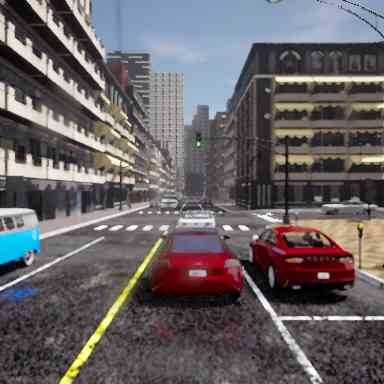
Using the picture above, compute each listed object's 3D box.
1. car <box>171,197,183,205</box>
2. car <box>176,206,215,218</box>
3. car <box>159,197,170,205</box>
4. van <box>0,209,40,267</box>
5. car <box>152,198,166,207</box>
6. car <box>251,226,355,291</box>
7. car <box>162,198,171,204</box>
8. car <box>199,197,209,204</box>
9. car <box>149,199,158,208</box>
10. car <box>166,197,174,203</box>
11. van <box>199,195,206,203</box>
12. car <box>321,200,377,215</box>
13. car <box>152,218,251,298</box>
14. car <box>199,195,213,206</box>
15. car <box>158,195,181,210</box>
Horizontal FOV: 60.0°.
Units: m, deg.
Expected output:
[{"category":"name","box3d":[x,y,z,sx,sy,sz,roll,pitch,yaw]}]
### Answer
[{"category":"car","box3d":[-3.020,1.809,66.336,2.128,1.511,4.902,0,0,1]},{"category":"car","box3d":[0.386,1.685,19.091,1.895,1.301,4.718,0,0,4]},{"category":"car","box3d":[-5.700,1.772,69.076,1.967,1.590,4.097,-1,0,0]},{"category":"van","box3d":[-5.699,1.381,9.018,1.690,1.788,3.998,0,0,0]},{"category":"car","box3d":[-5.699,1.839,58.020,1.947,1.339,4.313,0,0,0]},{"category":"car","box3d":[2.683,1.584,9.017,1.887,1.381,4.507,0,0,0]},{"category":"car","box3d":[-5.700,1.943,74.604,1.802,1.307,4.206,-1,0,0]},{"category":"car","box3d":[2.681,1.912,74.598,2.008,1.369,4.403,-1,0,0]},{"category":"car","box3d":[-5.698,1.796,52.493,2.008,1.369,4.403,0,0,0]},{"category":"car","box3d":[-5.700,1.946,85.490,1.752,1.417,4.829,-1,0,0]},{"category":"van","box3d":[2.679,1.763,85.655,1.690,1.788,3.998,-1,0,0]},{"category":"car","box3d":[14.998,1.470,32.007,4.718,1.301,1.895,-1,0,-1]},{"category":"car","box3d":[0.103,1.602,8.674,1.994,1.385,4.181,0,0,0]},{"category":"car","box3d":[2.680,1.714,58.016,1.967,1.590,4.097,-1,0,0]},{"category":"car","box3d":[-3.081,1.434,46.083,2.150,2.045,5.566,0,0,0]}]
